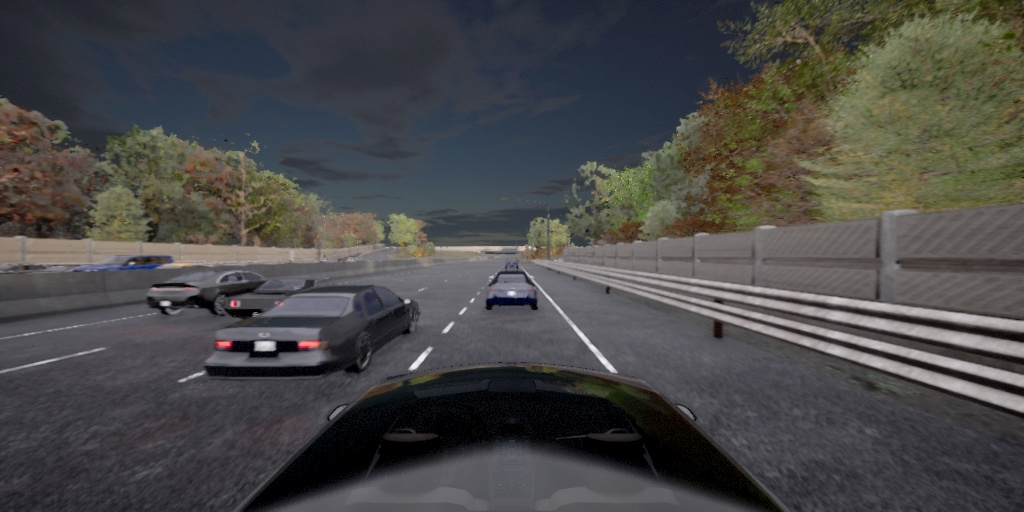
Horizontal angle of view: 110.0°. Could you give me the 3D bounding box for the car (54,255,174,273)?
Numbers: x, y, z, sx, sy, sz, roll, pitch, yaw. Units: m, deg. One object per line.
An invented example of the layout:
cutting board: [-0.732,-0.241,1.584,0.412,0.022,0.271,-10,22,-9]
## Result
car: [-24.604,0.938,23.009,2.150,2.045,5.566,0,0,0]

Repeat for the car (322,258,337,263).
car: [-28.047,1.126,56.627,2.097,1.767,4.553,0,-1,0]

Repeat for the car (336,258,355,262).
car: [-24.544,1.249,55.074,1.812,1.442,4.674,0,1,0]

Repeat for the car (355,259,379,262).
car: [-21.045,1.205,53.649,1.882,1.535,5.008,0,1,0]

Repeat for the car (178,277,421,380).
car: [-3.406,1.286,7.456,2.033,1.411,5.357,0,0,0]

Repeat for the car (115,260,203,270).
car: [-21.105,1.194,22.540,1.882,1.535,5.008,0,0,0]

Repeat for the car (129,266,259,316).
car: [-10.408,1.220,13.196,2.128,1.511,4.902,0,0,0]

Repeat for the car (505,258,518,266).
car: [-0.046,1.078,57.360,2.097,1.767,4.553,0,0,0]

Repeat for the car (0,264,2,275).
car: [-31.602,1.221,22.614,1.837,1.490,4.892,0,0,0]

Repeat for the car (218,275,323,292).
car: [-6.907,1.331,12.023,1.895,1.301,4.718,0,0,0]

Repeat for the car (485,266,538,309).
car: [-0.012,1.292,14.748,1.994,1.385,4.181,0,0,0]

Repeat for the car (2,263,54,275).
car: [-28.103,1.279,22.633,1.994,1.385,4.181,0,0,0]
